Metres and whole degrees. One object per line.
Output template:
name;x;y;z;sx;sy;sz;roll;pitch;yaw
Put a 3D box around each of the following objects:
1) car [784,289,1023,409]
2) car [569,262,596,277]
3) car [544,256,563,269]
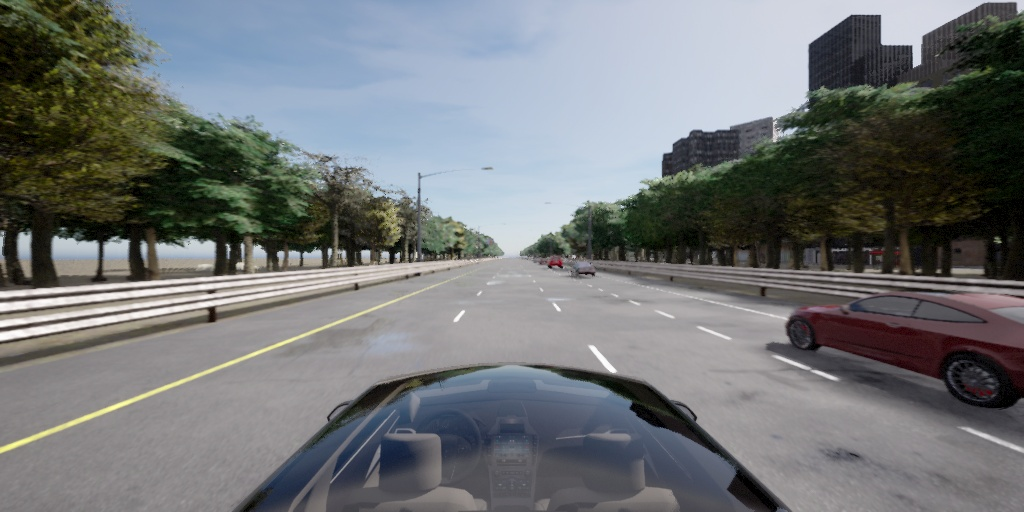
car;7.000;1.279;6.047;1.812;1.442;4.674;0;0;0
car;7.040;1.329;36.062;2.033;1.411;5.357;0;0;0
car;7.135;1.033;60.045;2.150;2.045;5.566;0;0;0
